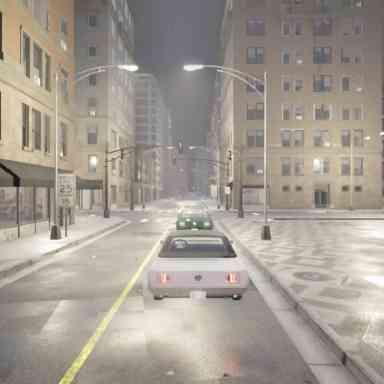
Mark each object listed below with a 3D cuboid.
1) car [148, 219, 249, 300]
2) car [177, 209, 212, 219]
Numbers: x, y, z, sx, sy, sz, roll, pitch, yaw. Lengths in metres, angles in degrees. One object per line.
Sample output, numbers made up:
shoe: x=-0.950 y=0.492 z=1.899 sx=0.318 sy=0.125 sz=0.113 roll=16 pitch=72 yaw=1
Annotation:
car: x=0.116 y=1.601 z=8.316 sx=1.895 sy=1.301 sz=4.718 roll=0 pitch=0 yaw=0
car: x=0.134 y=1.600 z=18.551 sx=1.895 sy=1.301 sz=4.718 roll=0 pitch=0 yaw=0
